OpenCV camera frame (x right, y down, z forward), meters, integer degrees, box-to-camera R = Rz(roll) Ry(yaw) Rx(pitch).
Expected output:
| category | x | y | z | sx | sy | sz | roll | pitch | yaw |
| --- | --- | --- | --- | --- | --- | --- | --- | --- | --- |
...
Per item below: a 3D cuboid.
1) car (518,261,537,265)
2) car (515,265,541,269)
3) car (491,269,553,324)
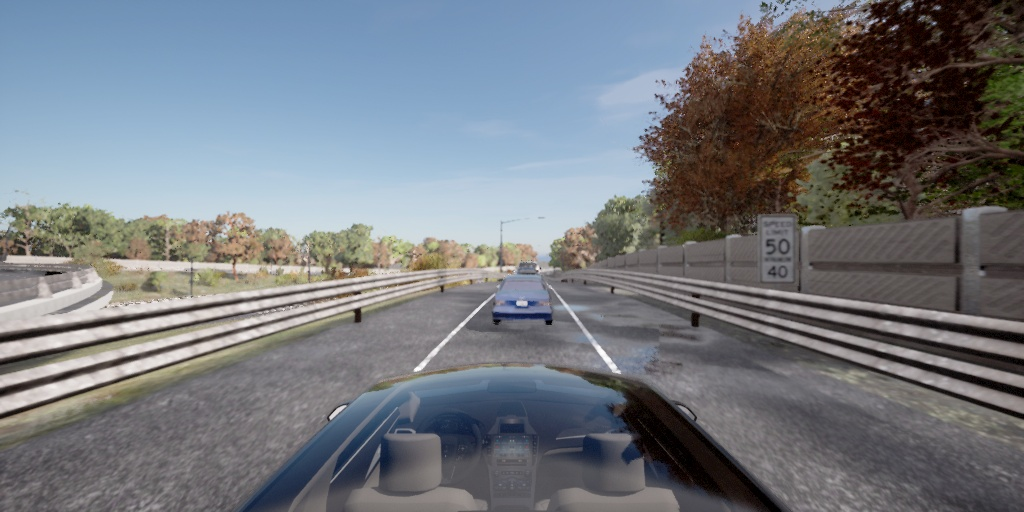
| category | x | y | z | sx | sy | sz | roll | pitch | yaw |
| --- | --- | --- | --- | --- | --- | --- | --- | --- | --- |
| car | 1.458 | 1.559 | 32.877 | 2.150 | 2.045 | 5.566 | 0 | -3 | 3 |
| car | 1.089 | 1.574 | 26.053 | 1.837 | 1.490 | 4.892 | 0 | -2 | 3 |
| car | 0.387 | 1.344 | 12.181 | 2.033 | 1.411 | 5.357 | 0 | 0 | 3 |
